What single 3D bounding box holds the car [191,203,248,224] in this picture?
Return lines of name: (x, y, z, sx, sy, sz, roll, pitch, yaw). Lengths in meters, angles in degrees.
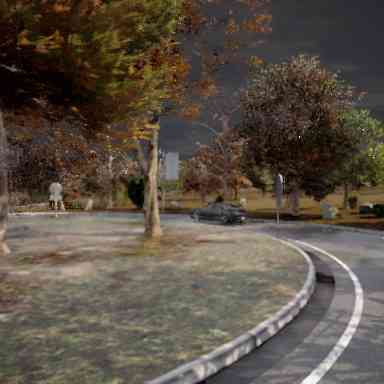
car: (1.997, 1.616, 25.760, 1.837, 1.490, 4.892, 2, -1, -44)
